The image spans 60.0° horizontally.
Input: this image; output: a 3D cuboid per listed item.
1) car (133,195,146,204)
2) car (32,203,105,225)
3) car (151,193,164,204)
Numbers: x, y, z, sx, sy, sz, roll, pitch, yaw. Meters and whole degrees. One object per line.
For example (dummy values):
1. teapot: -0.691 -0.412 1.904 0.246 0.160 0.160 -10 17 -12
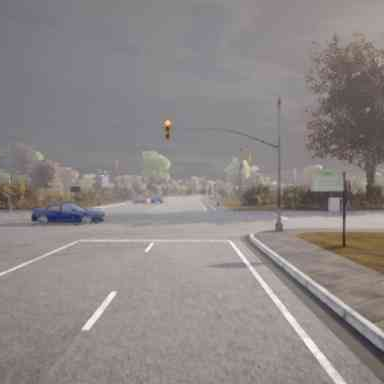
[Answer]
1. car: -10.461 1.451 66.886 2.097 1.767 4.553 0 0 0
2. car: -8.705 1.551 23.613 5.008 1.535 1.882 0 0 3
3. car: -6.959 1.317 66.793 2.150 2.045 5.566 0 0 0
